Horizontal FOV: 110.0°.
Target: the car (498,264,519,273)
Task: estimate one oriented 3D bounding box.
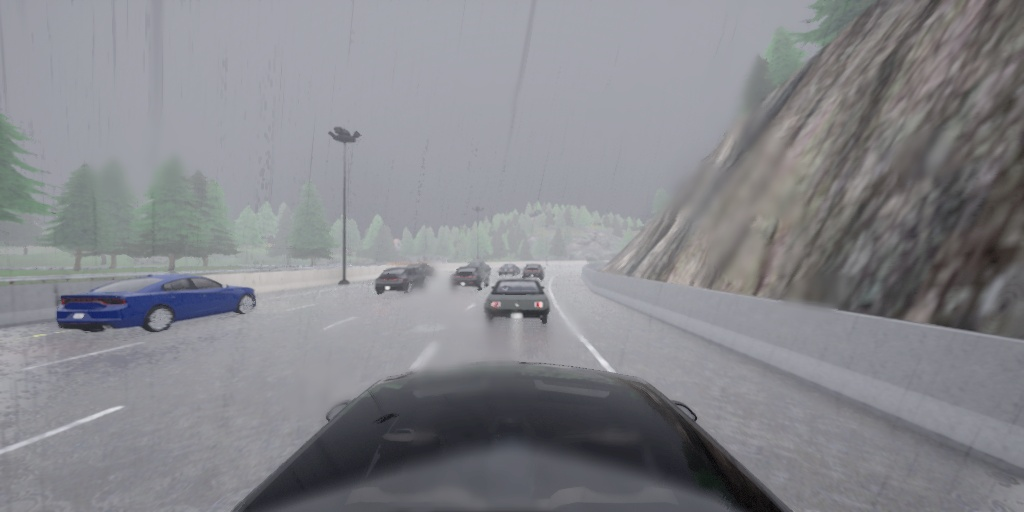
[{"bbox_3d":[-0.236,1.576,41.340,2.033,1.411,5.357,0,0,11],"label":"car"}]

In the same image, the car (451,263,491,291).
[{"bbox_3d":[-2.629,1.410,23.471,1.837,1.490,4.892,0,-1,5],"label":"car"}]

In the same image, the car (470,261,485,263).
[{"bbox_3d":[-3.793,1.382,41.127,2.097,1.767,4.553,0,0,10],"label":"car"}]

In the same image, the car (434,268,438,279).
[{"bbox_3d":[-8.498,1.488,33.828,1.837,1.490,4.892,0,0,8],"label":"car"}]

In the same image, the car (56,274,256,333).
[{"bbox_3d":[-10.313,1.302,11.064,1.882,1.535,5.008,0,0,1],"label":"car"}]

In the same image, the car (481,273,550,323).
[{"bbox_3d":[0.214,1.426,12.413,1.895,1.301,4.718,0,0,1],"label":"car"}]

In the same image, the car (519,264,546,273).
[{"bbox_3d":[2.092,1.479,33.786,1.837,1.490,4.892,0,0,8],"label":"car"}]

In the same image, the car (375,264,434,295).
[{"bbox_3d":[-6.319,1.398,21.063,1.837,1.490,4.892,0,0,4],"label":"car"}]
